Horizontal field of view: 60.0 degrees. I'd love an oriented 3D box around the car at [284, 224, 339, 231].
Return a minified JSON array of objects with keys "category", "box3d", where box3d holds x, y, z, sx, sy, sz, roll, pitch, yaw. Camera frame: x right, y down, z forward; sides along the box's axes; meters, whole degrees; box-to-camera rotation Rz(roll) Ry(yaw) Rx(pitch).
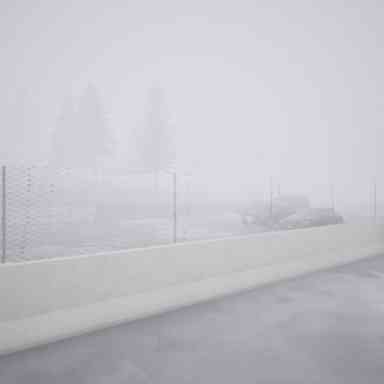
[{"category":"car","box3d":[6.692,1.551,18.322,4.674,1.442,1.812,0,0,-41]}]
